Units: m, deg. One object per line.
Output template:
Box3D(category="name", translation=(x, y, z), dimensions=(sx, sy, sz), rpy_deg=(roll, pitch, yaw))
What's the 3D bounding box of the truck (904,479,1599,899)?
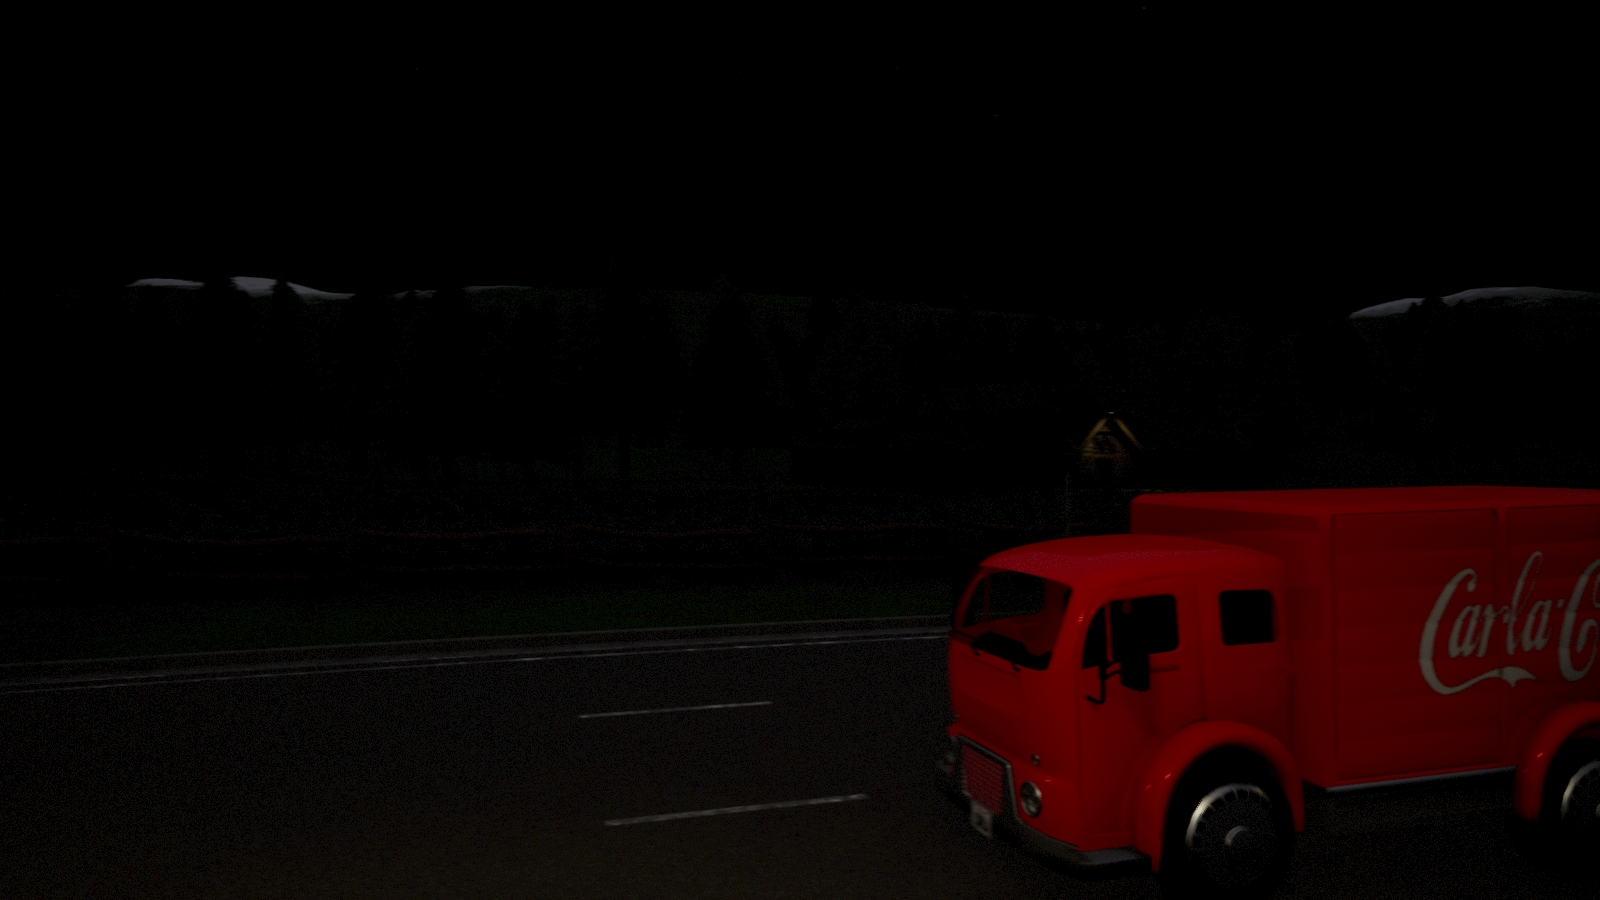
Box3D(category="truck", translation=(3.685, 1.546, 8.231), dimensions=(5.204, 2.467, 2.627), rpy_deg=(-1, 0, -17))
